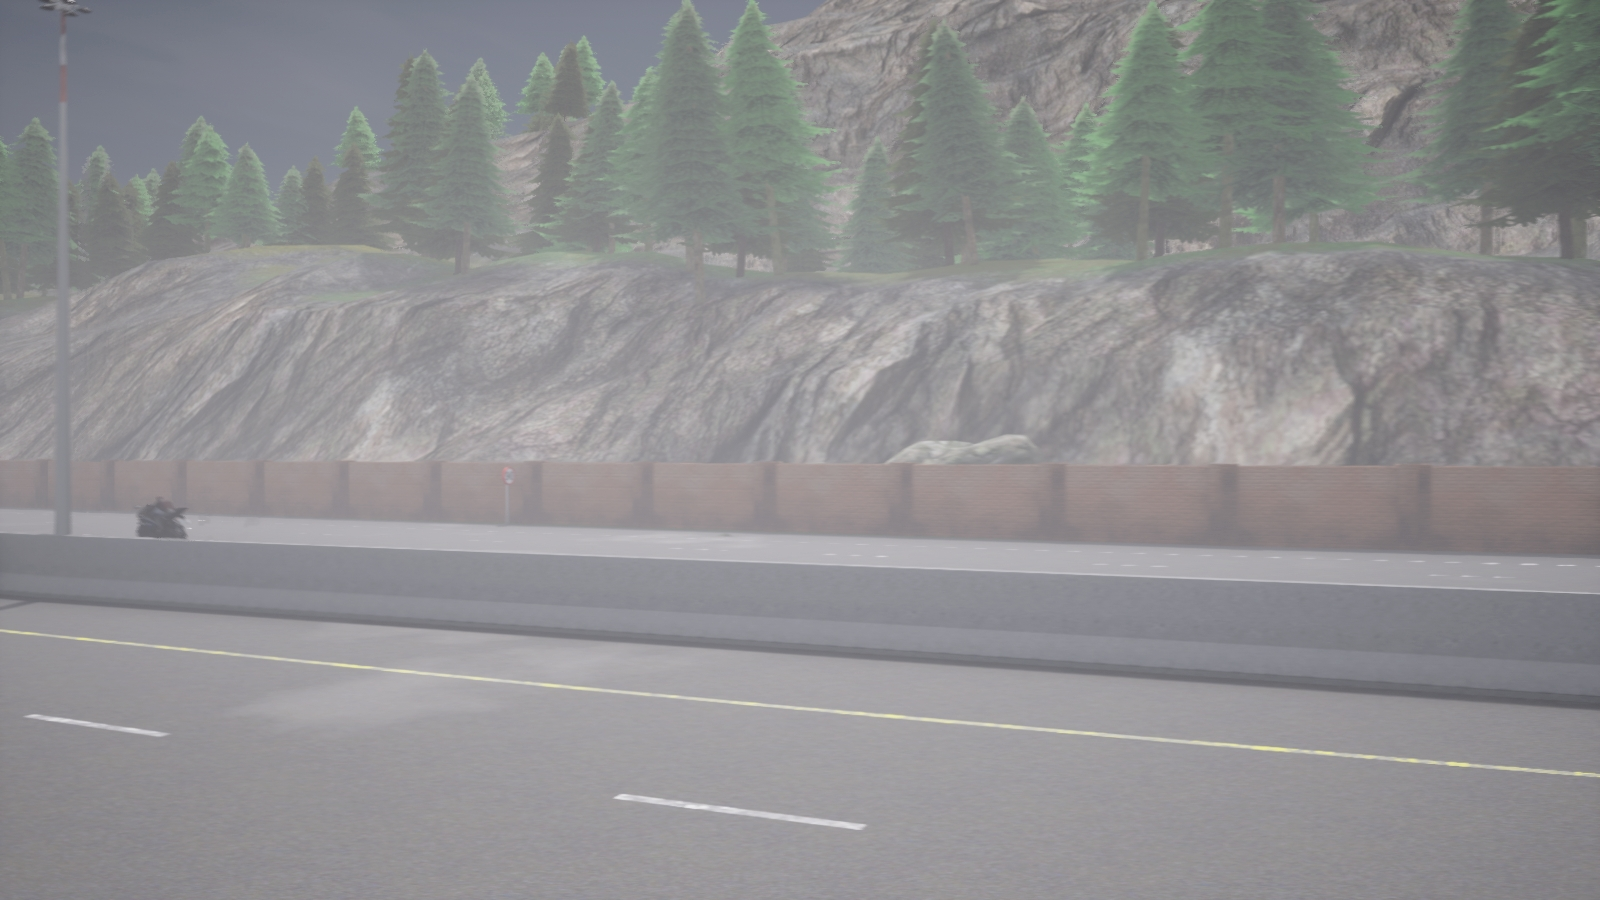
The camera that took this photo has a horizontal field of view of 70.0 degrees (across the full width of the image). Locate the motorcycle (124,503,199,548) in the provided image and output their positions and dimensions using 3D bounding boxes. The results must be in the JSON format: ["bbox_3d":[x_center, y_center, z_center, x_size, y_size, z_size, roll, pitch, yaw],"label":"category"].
[{"bbox_3d":[-19.264,2.265,34.462,2.209,1.251,0.867,0,0,26],"label":"motorcycle"}]
